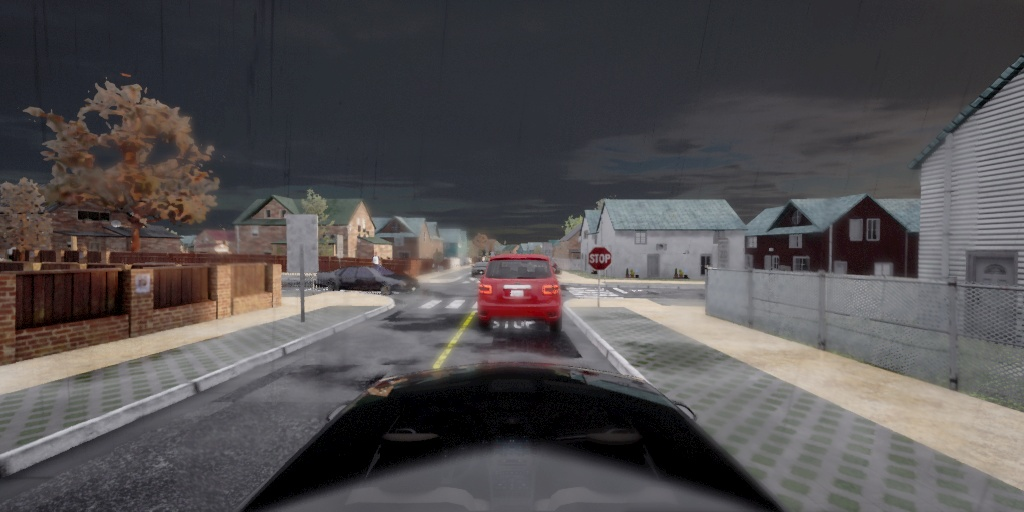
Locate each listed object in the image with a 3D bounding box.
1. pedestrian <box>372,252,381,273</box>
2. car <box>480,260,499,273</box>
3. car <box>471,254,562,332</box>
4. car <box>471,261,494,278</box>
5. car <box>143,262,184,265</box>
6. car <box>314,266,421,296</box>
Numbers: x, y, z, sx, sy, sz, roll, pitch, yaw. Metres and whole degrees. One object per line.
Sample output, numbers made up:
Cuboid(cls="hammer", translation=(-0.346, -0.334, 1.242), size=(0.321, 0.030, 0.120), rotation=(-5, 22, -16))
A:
Cuboid(cls="pedestrian", translation=(-9.619, 0.612, 25.370), size=(0.375, 1.860, 0.375), rotation=(0, 0, 1))
Cuboid(cls="car", translation=(-2.720, 1.284, 45.287), size=(2.033, 1.411, 5.357), rotation=(0, 0, 0))
Cuboid(cls="car", translation=(0.369, 0.969, 11.060), size=(2.150, 2.045, 5.566), rotation=(0, 0, 5))
Cuboid(cls="car", translation=(-2.766, 1.247, 34.732), size=(1.837, 1.490, 4.892), rotation=(0, 0, 0))
Cuboid(cls="car", translation=(-18.742, 1.021, 19.690), size=(4.718, 1.301, 1.895), rotation=(1, 1, 1))
Cuboid(cls="car", translation=(-7.541, 1.216, 18.732), size=(5.357, 1.411, 2.033), rotation=(1, 1, 13))
